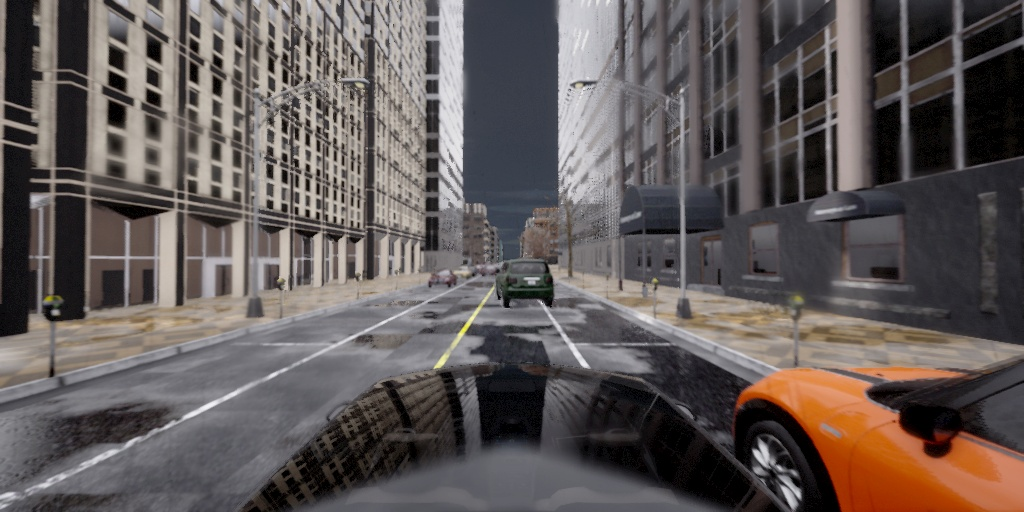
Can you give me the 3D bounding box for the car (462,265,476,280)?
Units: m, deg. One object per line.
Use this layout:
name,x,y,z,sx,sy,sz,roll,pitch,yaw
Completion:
car,-5.297,1.786,38.712,1.751,1.417,4.829,0,0,0

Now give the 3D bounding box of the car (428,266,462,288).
car,-5.302,1.691,27.788,1.802,1.307,4.207,0,0,0

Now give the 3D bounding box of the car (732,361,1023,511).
car,2.988,1.097,1.298,2.097,1.767,4.553,0,-1,0

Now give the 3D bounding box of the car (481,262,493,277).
car,-2.817,1.869,45.018,1.812,1.442,4.674,0,-1,0

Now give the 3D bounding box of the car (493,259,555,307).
car,0.483,1.181,16.902,2.150,2.045,5.566,0,-1,-7

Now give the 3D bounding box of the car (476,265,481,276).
car,-5.294,1.901,44.429,1.948,1.339,4.313,0,0,0
